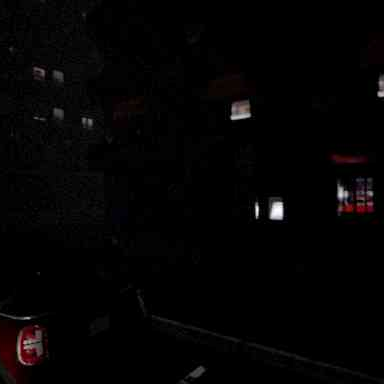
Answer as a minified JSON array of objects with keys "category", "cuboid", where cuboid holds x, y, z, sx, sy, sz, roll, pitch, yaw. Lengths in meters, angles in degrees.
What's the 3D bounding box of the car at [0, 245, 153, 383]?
[{"category":"car","cuboid":[-2.572,1.483,4.712,4.097,1.590,1.967,-1,-1,36]}]
